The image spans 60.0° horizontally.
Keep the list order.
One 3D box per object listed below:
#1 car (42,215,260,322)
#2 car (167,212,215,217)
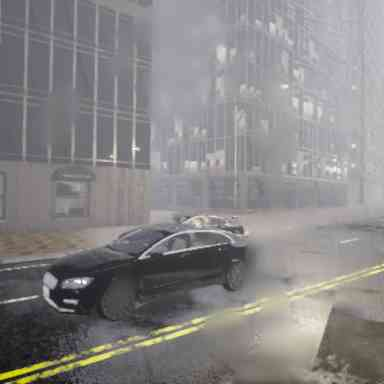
[{"bbox_3d":[-0.621,1.498,7.368,4.902,1.511,2.128,0,0,-37],"label":"car"},{"bbox_3d":[-0.235,1.499,11.730,4.902,1.511,2.128,0,0,-37],"label":"car"}]
